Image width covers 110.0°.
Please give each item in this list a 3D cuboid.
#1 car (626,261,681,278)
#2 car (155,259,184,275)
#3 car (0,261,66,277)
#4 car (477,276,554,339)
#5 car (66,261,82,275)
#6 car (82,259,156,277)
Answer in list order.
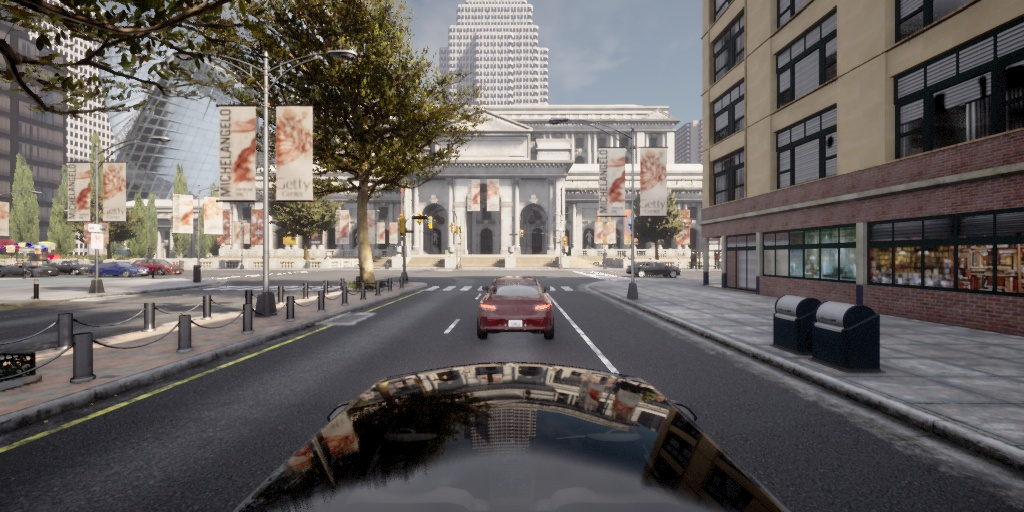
[{"bbox_3d":[13.251,1.255,33.615,4.892,1.490,1.837,0,0,1],"label":"car"},{"bbox_3d":[-37.312,1.102,37.647,4.553,1.767,2.097,0,0,0],"label":"car"},{"bbox_3d":[-46.104,1.314,34.177,4.181,1.385,1.994,0,0,-1],"label":"car"},{"bbox_3d":[0.111,1.276,9.959,1.812,1.442,4.674,0,0,1],"label":"car"},{"bbox_3d":[-46.267,1.241,37.684,4.902,1.511,2.128,0,0,0],"label":"car"},{"bbox_3d":[-37.344,1.276,34.152,4.674,1.442,1.812,0,0,0],"label":"car"}]
